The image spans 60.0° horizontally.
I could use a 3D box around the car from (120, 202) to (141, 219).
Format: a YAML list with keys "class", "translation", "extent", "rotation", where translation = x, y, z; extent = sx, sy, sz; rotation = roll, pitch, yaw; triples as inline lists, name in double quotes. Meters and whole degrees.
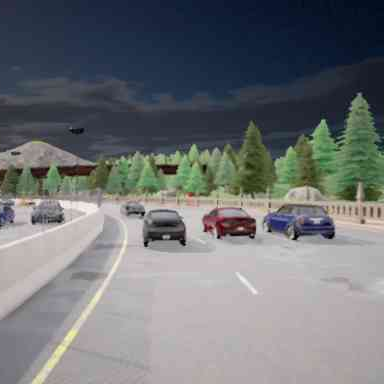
- class: "car"
  translation: [-6.039, 1.706, 33.725]
  extent: [2.033, 1.411, 5.357]
  rotation: [0, 0, -20]

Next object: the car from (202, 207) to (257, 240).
- class: "car"
  translation: [1.804, 1.540, 17.599]
  extent: [1.882, 1.535, 5.008]
  rotation: [0, 0, -10]

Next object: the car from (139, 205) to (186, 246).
- class: "car"
  translation: [-1.427, 1.573, 15.771]
  extent: [1.837, 1.490, 4.892]
  rotation: [0, 0, -9]

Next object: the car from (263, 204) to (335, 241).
- class: "car"
  translation: [5.371, 1.399, 17.330]
  extent: [2.097, 1.767, 4.553]
  rotation: [0, 0, -9]
